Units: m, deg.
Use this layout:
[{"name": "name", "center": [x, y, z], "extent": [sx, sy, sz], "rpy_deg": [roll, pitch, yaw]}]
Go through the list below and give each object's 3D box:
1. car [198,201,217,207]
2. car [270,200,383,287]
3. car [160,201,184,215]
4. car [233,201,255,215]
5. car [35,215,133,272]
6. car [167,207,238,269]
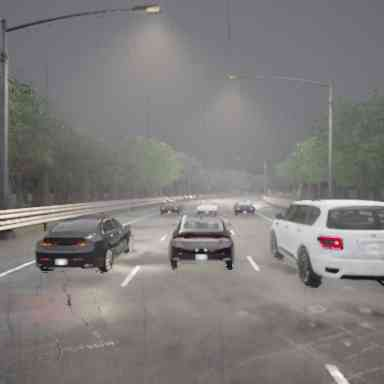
[{"name": "car", "center": [1.594, 1.576, 33.157], "extent": [1.895, 1.301, 4.718], "rpy_deg": [0, 0, 5]}, {"name": "car", "center": [3.762, 1.217, 9.429], "extent": [2.150, 2.045, 5.566], "rpy_deg": [0, 0, 1]}, {"name": "car", "center": [-1.912, 1.573, 33.245], "extent": [1.895, 1.301, 4.718], "rpy_deg": [0, 0, 5]}, {"name": "car", "center": [5.103, 1.580, 33.123], "extent": [1.895, 1.301, 4.718], "rpy_deg": [0, 0, 5]}, {"name": "car", "center": [-3.193, 1.492, 10.705], "extent": [1.837, 1.490, 4.892], "rpy_deg": [0, 0, 2]}, {"name": "car", "center": [0.320, 1.482, 11.107], "extent": [2.128, 1.511, 4.902], "rpy_deg": [0, 0, 2]}]
